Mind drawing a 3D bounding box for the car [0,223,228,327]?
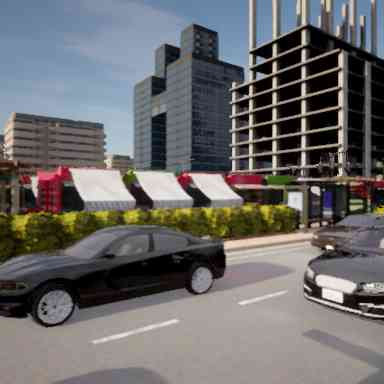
[{"bbox_3d":[-1.490,1.484,7.216,5.008,1.535,1.882,0,0,-35],"label":"car"}]

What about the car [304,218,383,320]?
[{"bbox_3d":[4.397,1.507,7.100,4.902,1.511,2.128,0,0,-35],"label":"car"}]

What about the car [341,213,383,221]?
[{"bbox_3d":[7.051,1.574,13.252,5.357,1.411,2.033,0,0,-35],"label":"car"}]
